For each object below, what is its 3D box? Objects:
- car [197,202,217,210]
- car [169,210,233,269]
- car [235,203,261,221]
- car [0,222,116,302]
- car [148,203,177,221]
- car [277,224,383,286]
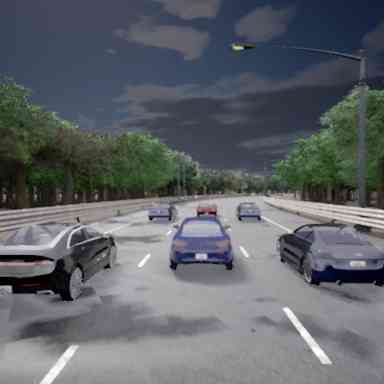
[{"bbox_3d":[1.498,1.656,32.029,1.895,1.301,4.718,0,0,5],"label":"car"},{"bbox_3d":[0.320,1.544,11.094,1.812,1.442,4.674,0,0,2],"label":"car"},{"bbox_3d":[4.701,1.600,28.222,2.033,1.411,5.357,0,0,4],"label":"car"},{"bbox_3d":[-3.255,1.502,8.272,2.128,1.511,4.902,0,0,1],"label":"car"},{"bbox_3d":[-2.351,1.592,27.728,2.033,1.411,5.357,0,0,4],"label":"car"},{"bbox_3d":[3.776,1.583,9.486,1.994,1.385,4.181,0,0,1],"label":"car"}]
